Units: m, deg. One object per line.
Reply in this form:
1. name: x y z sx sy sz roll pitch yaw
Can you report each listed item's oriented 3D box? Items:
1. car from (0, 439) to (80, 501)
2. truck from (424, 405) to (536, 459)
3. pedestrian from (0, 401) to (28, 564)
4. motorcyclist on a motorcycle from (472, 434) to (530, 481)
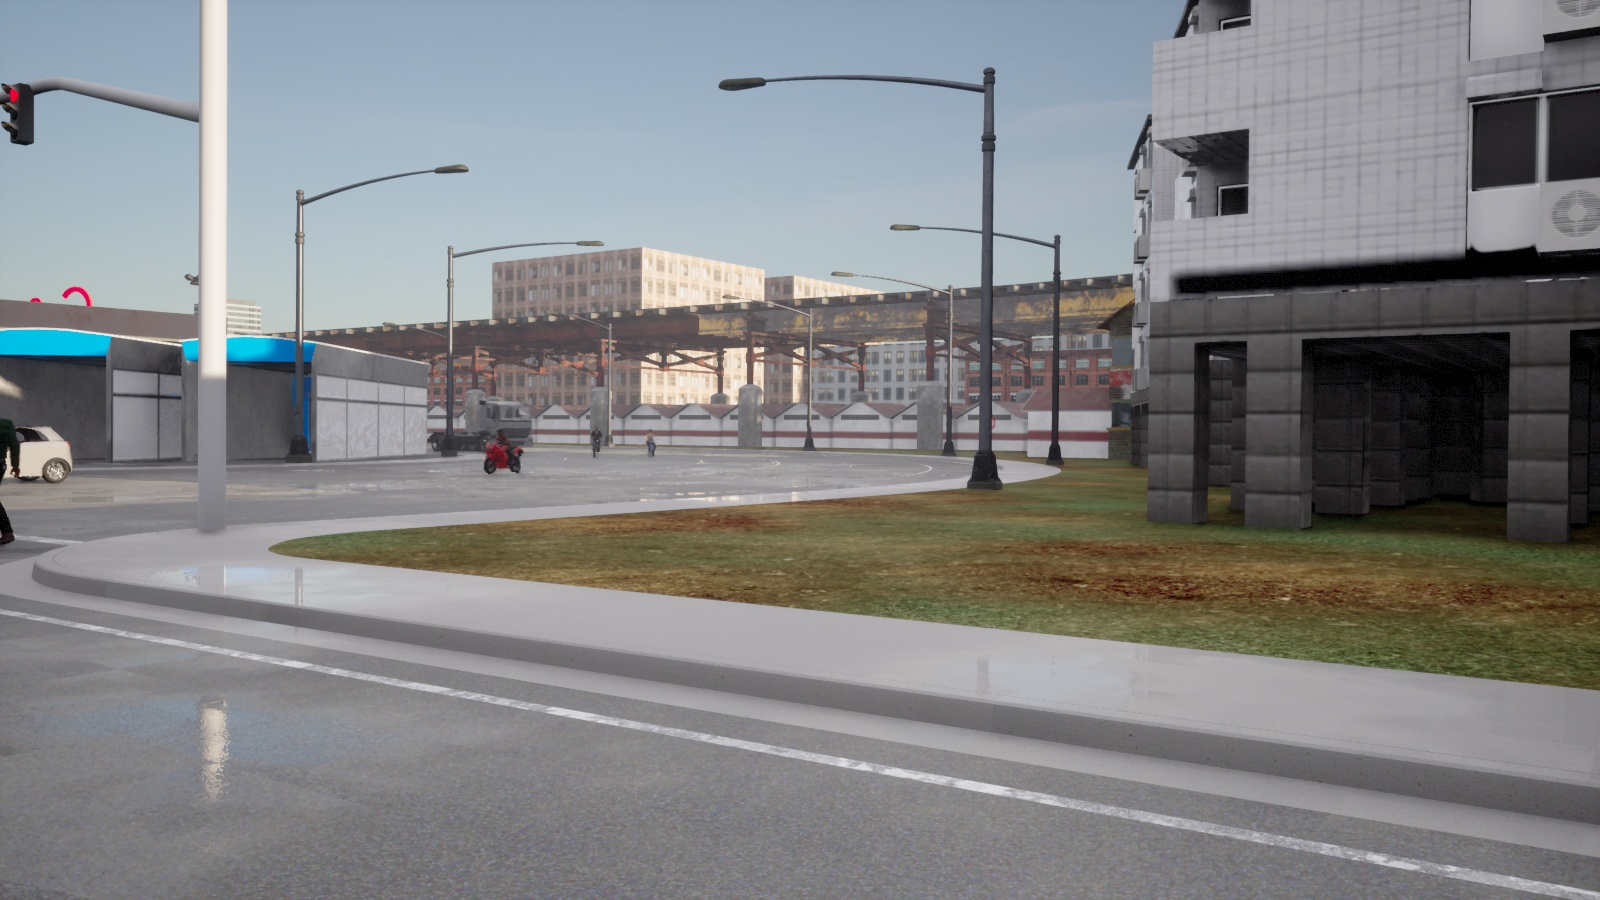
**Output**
1. car: -20.440 0.500 31.538 1.845 1.501 3.633 0 1 35
2. truck: -21.403 -1.202 83.875 7.936 3.462 2.891 0 1 37
3. pedestrian: -9.862 0.391 15.308 0.788 1.949 0.423 0 1 31
4. motorcyclist on a motorcycle: -9.986 0.230 41.991 0.797 1.523 2.044 -1 1 23
